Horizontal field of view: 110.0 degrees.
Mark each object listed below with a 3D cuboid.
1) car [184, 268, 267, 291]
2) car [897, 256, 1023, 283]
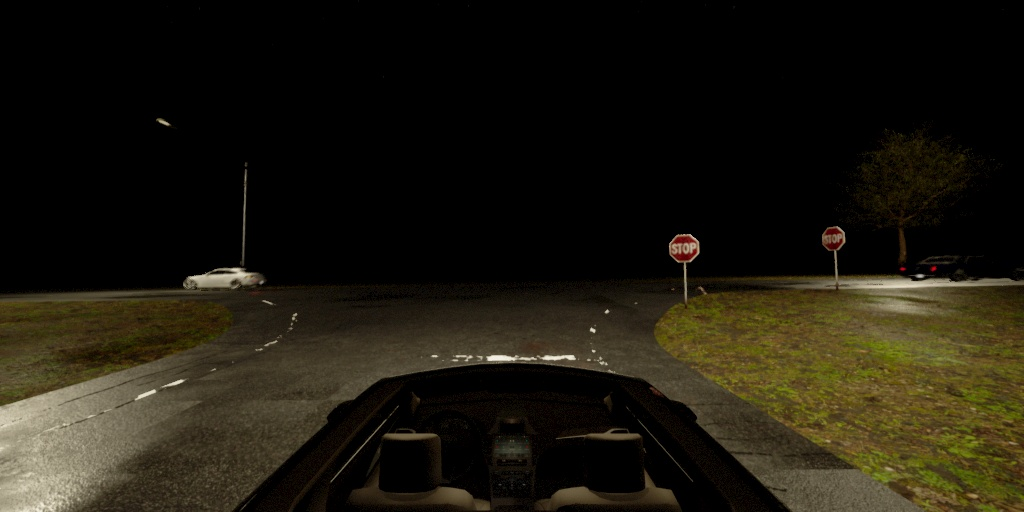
[{"bbox_3d":[-18.815,1.538,23.659,4.674,1.442,1.812,-1,-3,0],"label":"car"},{"bbox_3d":[21.919,0.627,17.412,4.718,1.301,1.895,-1,-3,-2],"label":"car"}]
